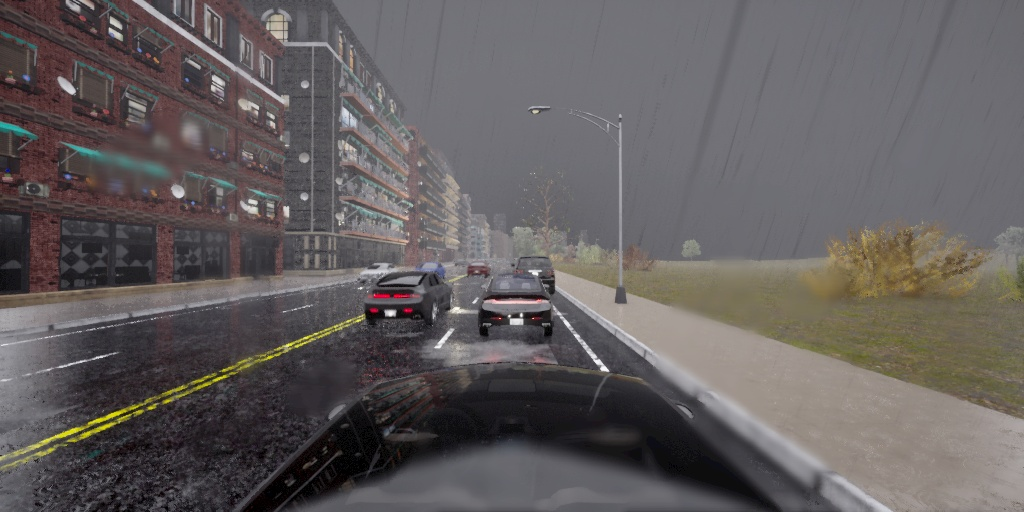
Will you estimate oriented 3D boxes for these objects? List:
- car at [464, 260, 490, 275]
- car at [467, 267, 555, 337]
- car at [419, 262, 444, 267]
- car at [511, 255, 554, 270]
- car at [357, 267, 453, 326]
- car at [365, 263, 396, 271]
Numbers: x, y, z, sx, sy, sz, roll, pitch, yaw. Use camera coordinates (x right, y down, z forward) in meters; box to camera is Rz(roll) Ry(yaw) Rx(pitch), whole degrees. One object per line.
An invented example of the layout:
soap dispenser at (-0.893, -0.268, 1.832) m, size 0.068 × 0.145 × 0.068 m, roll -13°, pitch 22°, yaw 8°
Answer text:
car at (-3.162, 1.229, 34.667) m, size 1.882 × 1.535 × 5.008 m, roll 0°, pitch 0°, yaw 0°
car at (0.098, 1.243, 10.354) m, size 2.128 × 1.511 × 4.902 m, roll 0°, pitch 0°, yaw 0°
car at (-6.609, 1.229, 28.974) m, size 1.882 × 1.535 × 5.008 m, roll 0°, pitch 0°, yaw 0°
car at (1.132, 0.977, 20.224) m, size 2.150 × 2.045 × 5.566 m, roll 0°, pitch 0°, yaw 0°
car at (-3.153, 1.254, 11.718) m, size 1.837 × 1.490 × 4.892 m, roll 0°, pitch -1°, yaw 0°
car at (-9.845, 1.277, 26.898) m, size 1.812 × 1.442 × 4.674 m, roll 0°, pitch 0°, yaw 0°
